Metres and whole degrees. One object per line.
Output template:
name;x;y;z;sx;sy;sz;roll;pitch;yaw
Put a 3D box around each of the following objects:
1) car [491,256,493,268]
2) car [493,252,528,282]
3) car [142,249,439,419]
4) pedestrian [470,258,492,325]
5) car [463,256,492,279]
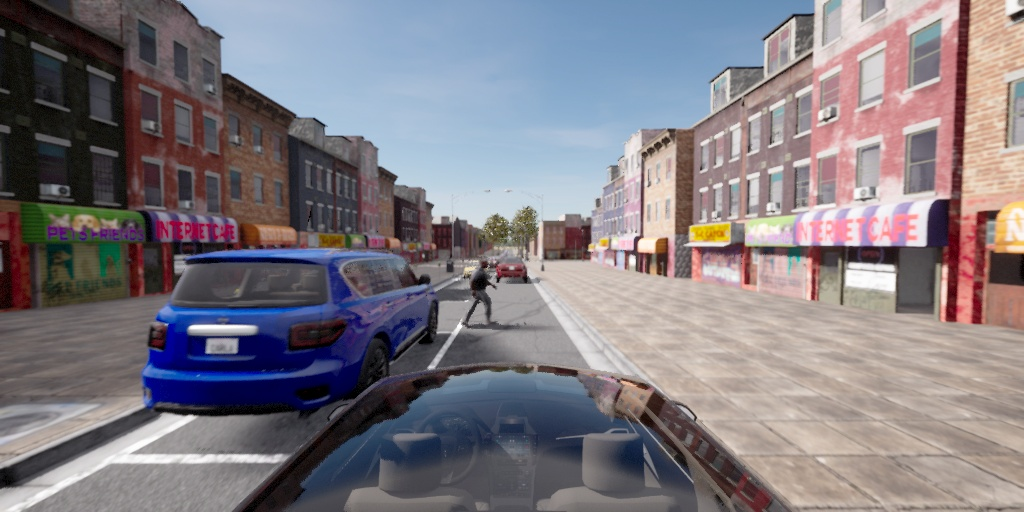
car;-2.783;0.714;44.117;1.967;1.591;4.097;0;0;0
car;-0.004;0.800;25.344;2.097;1.767;4.553;0;1;0
car;-2.766;0.912;6.094;2.150;2.045;5.566;0;1;0
pedestrian;-0.808;0.937;9.335;0.375;1.860;0.375;1;2;0
car;-2.727;0.948;27.608;1.751;1.417;4.829;0;0;0
